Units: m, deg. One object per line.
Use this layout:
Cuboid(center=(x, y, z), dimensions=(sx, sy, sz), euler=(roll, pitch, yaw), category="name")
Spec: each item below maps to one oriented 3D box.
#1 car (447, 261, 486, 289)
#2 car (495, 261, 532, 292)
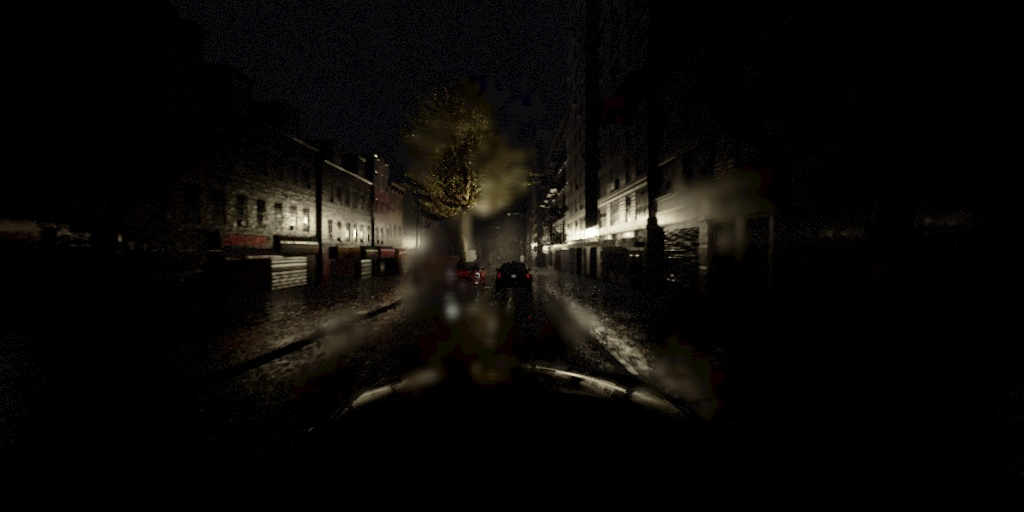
Cuboid(center=(-2.848, 1.161, 23.344), dimensions=(2.097, 1.767, 4.553), euler=(0, 0, 0), category="car")
Cuboid(center=(0.097, 1.152, 21.860), dimensions=(2.097, 1.767, 4.553), euler=(0, 0, 0), category="car")
